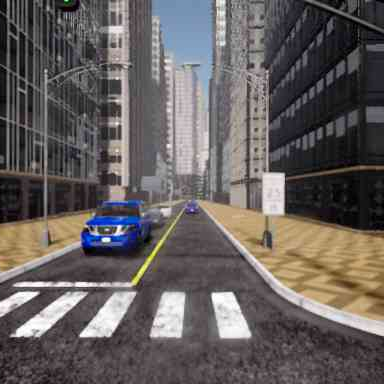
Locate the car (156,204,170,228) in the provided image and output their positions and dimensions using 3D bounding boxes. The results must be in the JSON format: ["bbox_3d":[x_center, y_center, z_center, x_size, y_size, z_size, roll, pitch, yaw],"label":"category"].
[{"bbox_3d":[-3.088,1.877,25.022,2.033,1.411,5.357,0,-1,0],"label":"car"}]

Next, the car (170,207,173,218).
[{"bbox_3d":[-3.081,1.997,35.027,1.812,1.442,4.674,0,-1,0],"label":"car"}]

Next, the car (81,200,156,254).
[{"bbox_3d":[-3.093,1.408,14.778,2.150,2.045,5.566,0,-1,0],"label":"car"}]

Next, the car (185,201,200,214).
[{"bbox_3d":[0.001,2.137,44.471,1.812,1.442,4.674,0,-1,0],"label":"car"}]

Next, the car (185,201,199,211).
[{"bbox_3d":[0.001,2.250,54.488,2.128,1.511,4.902,0,-1,0],"label":"car"}]
